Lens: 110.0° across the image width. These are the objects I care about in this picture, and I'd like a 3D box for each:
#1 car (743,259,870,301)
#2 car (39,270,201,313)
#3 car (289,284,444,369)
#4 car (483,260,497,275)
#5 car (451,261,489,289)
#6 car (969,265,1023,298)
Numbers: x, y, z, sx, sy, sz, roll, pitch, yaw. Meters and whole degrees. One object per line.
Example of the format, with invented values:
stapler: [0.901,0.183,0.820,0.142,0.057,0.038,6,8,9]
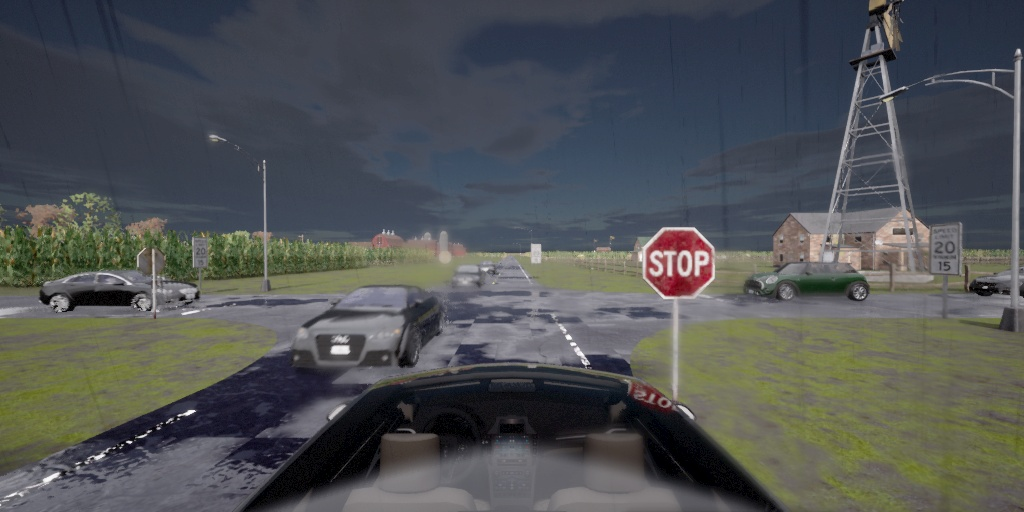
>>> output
car: [13.085,1.027,16.179,4.553,1.767,2.097,0,1,2]
car: [-14.939,1.303,13.848,4.902,1.511,2.128,0,1,-2]
car: [-2.741,1.313,7.722,1.994,1.385,4.181,0,0,0]
car: [-2.696,1.219,38.936,2.128,1.511,4.902,0,0,0]
car: [-2.717,1.274,23.134,1.812,1.442,4.674,0,0,0]
car: [23.463,1.144,15.856,4.892,1.490,1.837,0,1,2]
